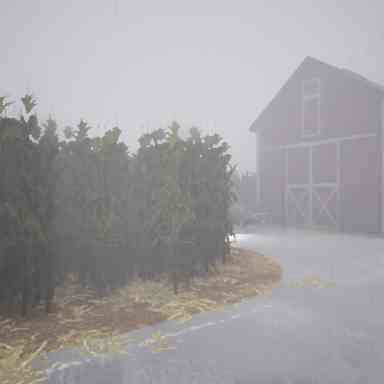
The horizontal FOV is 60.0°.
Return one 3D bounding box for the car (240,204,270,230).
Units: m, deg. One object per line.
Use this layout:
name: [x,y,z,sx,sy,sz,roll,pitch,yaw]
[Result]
car: [2.752,1.484,21.244,2.128,1.511,4.902,0,0,-36]
